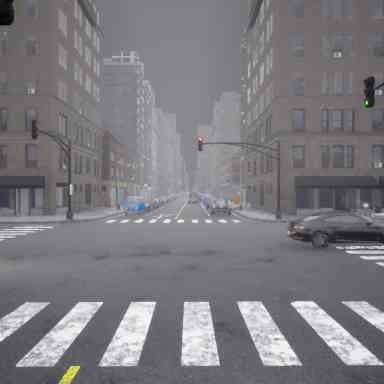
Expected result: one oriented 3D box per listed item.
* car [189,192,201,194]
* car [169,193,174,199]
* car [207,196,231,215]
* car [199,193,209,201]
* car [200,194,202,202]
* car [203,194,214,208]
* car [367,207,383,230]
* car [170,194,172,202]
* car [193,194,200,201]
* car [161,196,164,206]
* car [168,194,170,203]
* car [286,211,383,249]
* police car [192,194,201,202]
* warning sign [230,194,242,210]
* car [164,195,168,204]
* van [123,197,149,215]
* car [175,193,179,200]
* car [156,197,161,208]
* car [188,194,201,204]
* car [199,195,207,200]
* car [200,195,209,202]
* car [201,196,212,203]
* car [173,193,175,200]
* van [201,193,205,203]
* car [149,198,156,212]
[{"bbox_3d":[0.296,1.039,72.923,2.150,2.045,5.566,0,0,0],"label":"car"},{"bbox_3d":[-5.562,1.544,73.029,1.887,1.381,4.507,0,0,0],"label":"car"},{"bbox_3d":[2.801,1.442,33.319,1.967,1.590,4.097,0,0,0],"label":"car"},{"bbox_3d":[3.010,1.310,84.342,2.192,1.841,5.009,0,0,0],"label":"car"},{"bbox_3d":[2.918,1.528,61.835,1.752,1.417,4.829,0,0,0],"label":"car"},{"bbox_3d":[2.847,1.443,44.657,1.967,1.590,4.097,0,0,0],"label":"car"},{"bbox_3d":[13.747,1.615,20.656,4.718,1.301,1.895,0,0,0],"label":"car"},{"bbox_3d":[-5.585,1.567,67.362,1.947,1.339,4.313,0,0,0],"label":"car"},{"bbox_3d":[1.151,1.449,89.512,1.801,1.575,5.366,0,0,0],"label":"car"},{"bbox_3d":[-5.655,1.586,50.357,1.802,1.307,4.206,0,0,0],"label":"car"},{"bbox_3d":[-5.609,1.528,61.523,1.752,1.417,4.829,0,0,0],"label":"car"},{"bbox_3d":[6.333,1.537,13.914,4.674,1.442,1.812,0,0,0],"label":"car"},{"bbox_3d":[1.119,1.422,79.417,1.930,1.638,5.238,0,0,-1],"label":"police car"},{"bbox_3d":[5.226,1.118,39.304,1.300,1.860,1.060,0,0,0],"label":"warning sign"},{"bbox_3d":[-5.632,1.569,56.025,1.947,1.339,4.313,0,0,0],"label":"car"},{"bbox_3d":[-5.725,1.343,33.352,1.690,1.788,3.998,0,0,0],"label":"van"},{"bbox_3d":[-5.492,1.308,90.035,2.192,1.841,5.009,0,0,0],"label":"car"},{"bbox_3d":[-5.678,1.569,44.689,1.947,1.339,4.313,0,0,0],"label":"car"},{"bbox_3d":[0.255,1.566,62.890,1.994,1.385,4.181,0,0,0],"label":"car"},{"bbox_3d":[3.033,1.558,90.012,1.947,1.339,4.313,0,0,0],"label":"car"},{"bbox_3d":[2.987,1.437,78.673,1.967,1.590,4.097,0,0,0],"label":"car"},{"bbox_3d":[2.940,1.552,67.335,2.008,1.369,4.403,0,0,0],"label":"car"},{"bbox_3d":[-5.539,1.523,78.528,1.752,1.417,4.829,0,0,0],"label":"car"},{"bbox_3d":[2.893,1.344,55.996,1.690,1.788,3.998,0,0,0],"label":"van"},{"bbox_3d":[-5.702,1.443,39.020,1.967,1.590,4.097,0,0,0],"label":"car"}]
